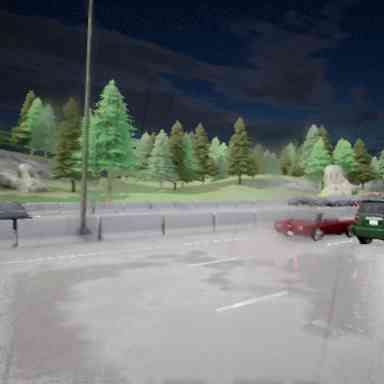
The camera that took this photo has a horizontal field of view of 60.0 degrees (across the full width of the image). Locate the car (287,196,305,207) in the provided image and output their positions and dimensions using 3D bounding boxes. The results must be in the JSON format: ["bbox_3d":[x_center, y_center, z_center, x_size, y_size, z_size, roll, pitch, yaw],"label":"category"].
[{"bbox_3d":[16.370,1.413,49.966,4.892,1.490,1.837,-1,1,-35],"label":"car"}]

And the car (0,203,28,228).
[{"bbox_3d":[-12.978,1.457,20.531,4.892,1.490,1.837,1,0,-35],"label":"car"}]

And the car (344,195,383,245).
[{"bbox_3d":[9.365,1.296,14.707,5.566,2.045,2.150,0,0,-35],"label":"car"}]

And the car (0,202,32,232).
[{"bbox_3d":[-10.983,1.312,17.654,4.553,1.767,2.097,1,0,-35],"label":"car"}]

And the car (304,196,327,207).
[{"bbox_3d":[18.424,1.480,47.135,4.181,1.385,1.994,-1,1,-35],"label":"car"}]

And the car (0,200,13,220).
[{"bbox_3d":[-17.042,1.427,26.230,4.902,1.511,2.128,1,0,-35],"label":"car"}]

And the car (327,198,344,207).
[{"bbox_3d":[20.447,1.488,44.283,4.181,1.385,1.994,-1,1,-35],"label":"car"}]

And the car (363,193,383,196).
[{"bbox_3d":[22.418,1.155,41.392,5.566,2.045,2.150,-1,1,-35],"label":"car"}]

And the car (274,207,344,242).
[{"bbox_3d":[6.440,1.662,16.923,4.718,1.301,1.895,0,0,-35],"label":"car"}]
